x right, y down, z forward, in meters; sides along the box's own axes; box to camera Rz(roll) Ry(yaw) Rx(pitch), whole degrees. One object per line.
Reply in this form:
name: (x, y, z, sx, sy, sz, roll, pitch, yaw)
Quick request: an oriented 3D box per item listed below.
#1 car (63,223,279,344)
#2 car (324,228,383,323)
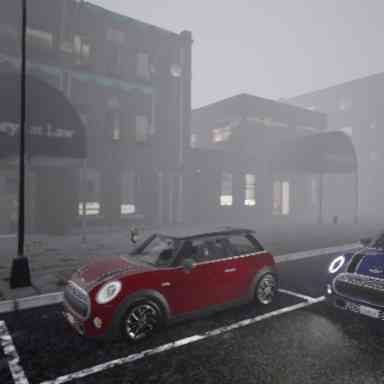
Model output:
car: (-0.265, 1.451, 6.361, 4.097, 1.590, 1.967, 0, 0, -36)
car: (4.730, 1.376, 6.752, 4.553, 1.767, 2.097, 0, 0, -35)
